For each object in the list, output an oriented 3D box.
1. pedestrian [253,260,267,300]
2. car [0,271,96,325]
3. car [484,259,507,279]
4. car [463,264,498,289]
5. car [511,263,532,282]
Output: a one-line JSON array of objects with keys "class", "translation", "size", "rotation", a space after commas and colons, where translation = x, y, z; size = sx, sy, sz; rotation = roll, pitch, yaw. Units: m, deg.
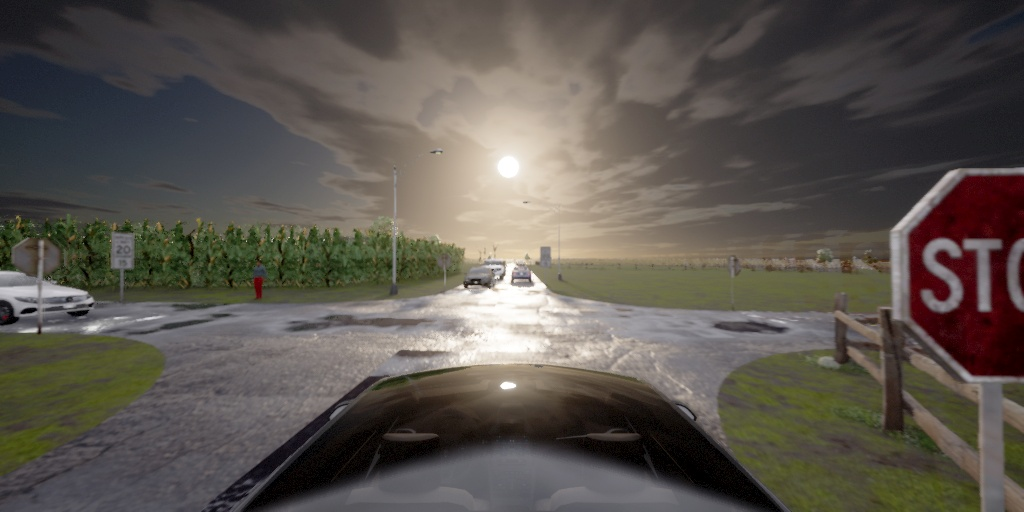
[{"class": "pedestrian", "translation": [-11.789, 1.097, 16.696], "size": [0.375, 1.860, 0.375], "rotation": [0, -2, 1]}, {"class": "car", "translation": [-15.447, 1.178, 10.755], "size": [4.674, 1.442, 1.812], "rotation": [1, -1, 3]}, {"class": "car", "translation": [-1.981, 1.346, 37.643], "size": [2.150, 2.045, 5.566], "rotation": [0, -1, 1]}, {"class": "car", "translation": [-2.287, 1.512, 25.852], "size": [1.837, 1.490, 4.892], "rotation": [0, -1, 2]}, {"class": "car", "translation": [0.852, 1.608, 32.757], "size": [2.033, 1.411, 5.357], "rotation": [0, -1, 1]}]
